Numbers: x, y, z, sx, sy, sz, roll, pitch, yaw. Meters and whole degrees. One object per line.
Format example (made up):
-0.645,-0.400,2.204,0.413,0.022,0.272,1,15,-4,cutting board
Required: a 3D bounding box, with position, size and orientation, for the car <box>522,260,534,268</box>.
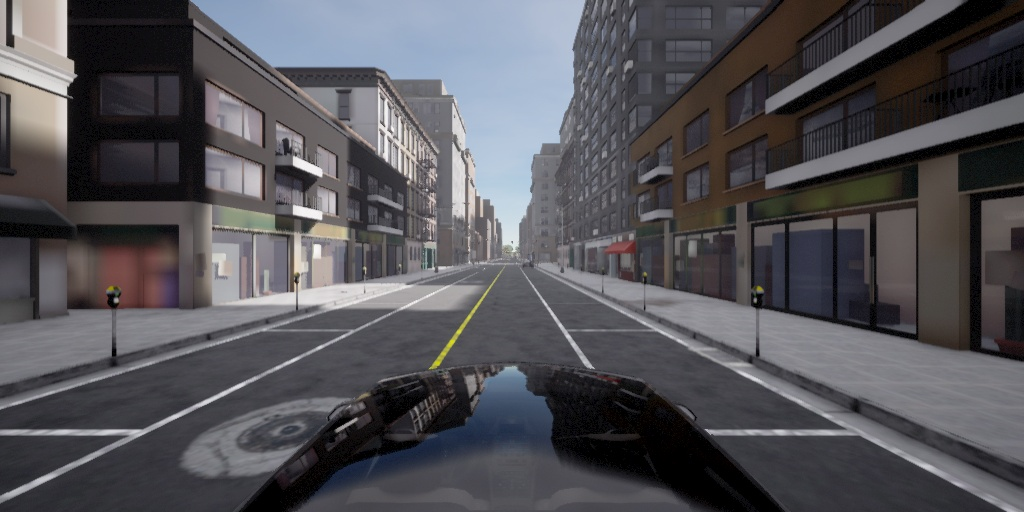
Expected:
2.750,1.331,61.636,1.812,1.442,4.674,0,0,0,car
